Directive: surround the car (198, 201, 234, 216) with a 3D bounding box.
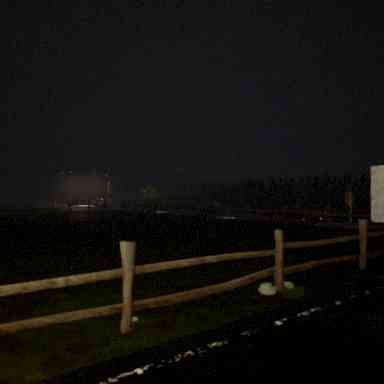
[{"bbox_3d":[2.444,1.719,35.136,1.812,1.442,4.674,-1,0,-35],"label":"car"}]

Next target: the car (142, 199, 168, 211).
[{"bbox_3d":[-5.211,1.807,45.937,1.837,1.490,4.892,-1,0,-35],"label":"car"}]

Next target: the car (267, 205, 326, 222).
[{"bbox_3d":[8.386,1.710,26.773,1.895,1.301,4.718,-1,0,-35],"label":"car"}]
